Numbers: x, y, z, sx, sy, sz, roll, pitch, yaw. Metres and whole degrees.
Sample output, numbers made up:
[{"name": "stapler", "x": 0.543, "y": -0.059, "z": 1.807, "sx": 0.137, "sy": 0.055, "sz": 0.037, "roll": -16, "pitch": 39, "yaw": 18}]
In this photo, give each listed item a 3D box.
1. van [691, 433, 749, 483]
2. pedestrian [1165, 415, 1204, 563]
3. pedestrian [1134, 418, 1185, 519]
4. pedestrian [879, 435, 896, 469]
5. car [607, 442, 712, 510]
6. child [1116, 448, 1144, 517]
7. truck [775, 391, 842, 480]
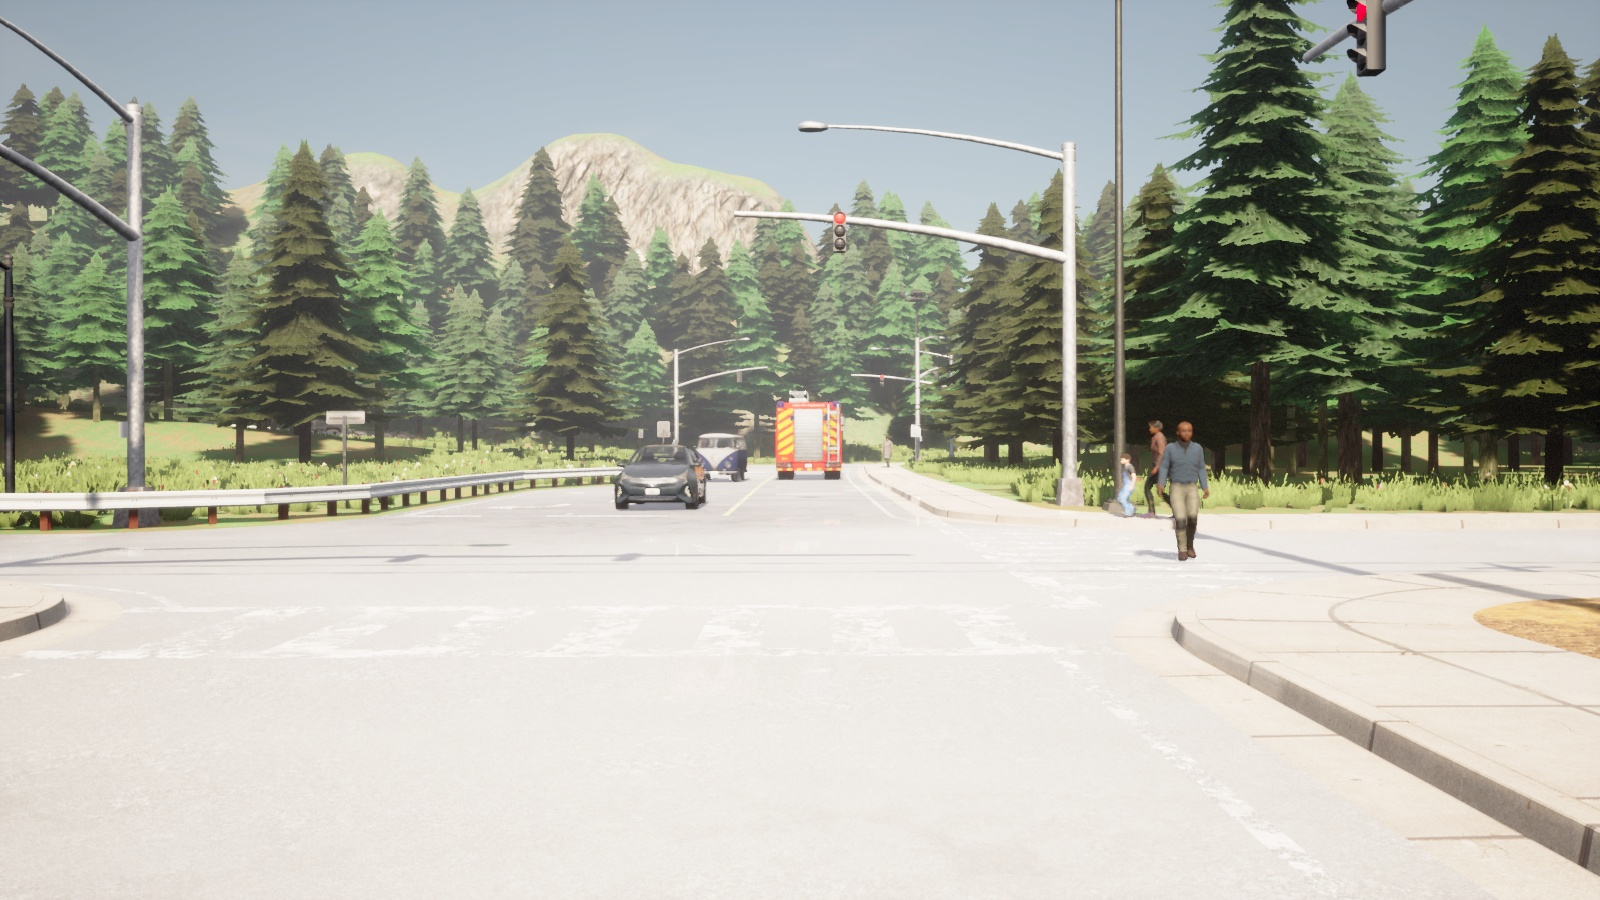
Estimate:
[{"name": "van", "x": -3.259, "y": 0.305, "z": 51.881, "sx": 1.775, "sy": 1.987, "sz": 4.442, "roll": 0, "pitch": 0, "yaw": 4}, {"name": "pedestrian", "x": 4.908, "y": 0.485, "z": 16.037, "sx": 0.370, "sy": 1.835, "sz": 0.726, "roll": 0, "pitch": 0, "yaw": 9}, {"name": "pedestrian", "x": 6.508, "y": 0.326, "z": 22.743, "sx": 0.869, "sy": 1.805, "sz": 0.328, "roll": 0, "pitch": 0, "yaw": 11}, {"name": "pedestrian", "x": 5.125, "y": 0.108, "z": 73.490, "sx": 0.659, "sy": 1.952, "sz": 0.873, "roll": 0, "pitch": 0, "yaw": 27}, {"name": "car", "x": -3.322, "y": 0.585, "z": 30.496, "sx": 2.007, "sy": 1.525, "sz": 4.514, "roll": 0, "pitch": 0, "yaw": 0}, {"name": "child", "x": 6.111, "y": 0.603, "z": 23.237, "sx": 0.437, "sy": 1.263, "sz": 0.270, "roll": 0, "pitch": 0, "yaw": -6}, {"name": "truck", "x": 0.468, "y": -0.646, "z": 58.109, "sx": 2.891, "sy": 3.827, "sz": 8.468, "roll": 0, "pitch": 0, "yaw": 1}]
